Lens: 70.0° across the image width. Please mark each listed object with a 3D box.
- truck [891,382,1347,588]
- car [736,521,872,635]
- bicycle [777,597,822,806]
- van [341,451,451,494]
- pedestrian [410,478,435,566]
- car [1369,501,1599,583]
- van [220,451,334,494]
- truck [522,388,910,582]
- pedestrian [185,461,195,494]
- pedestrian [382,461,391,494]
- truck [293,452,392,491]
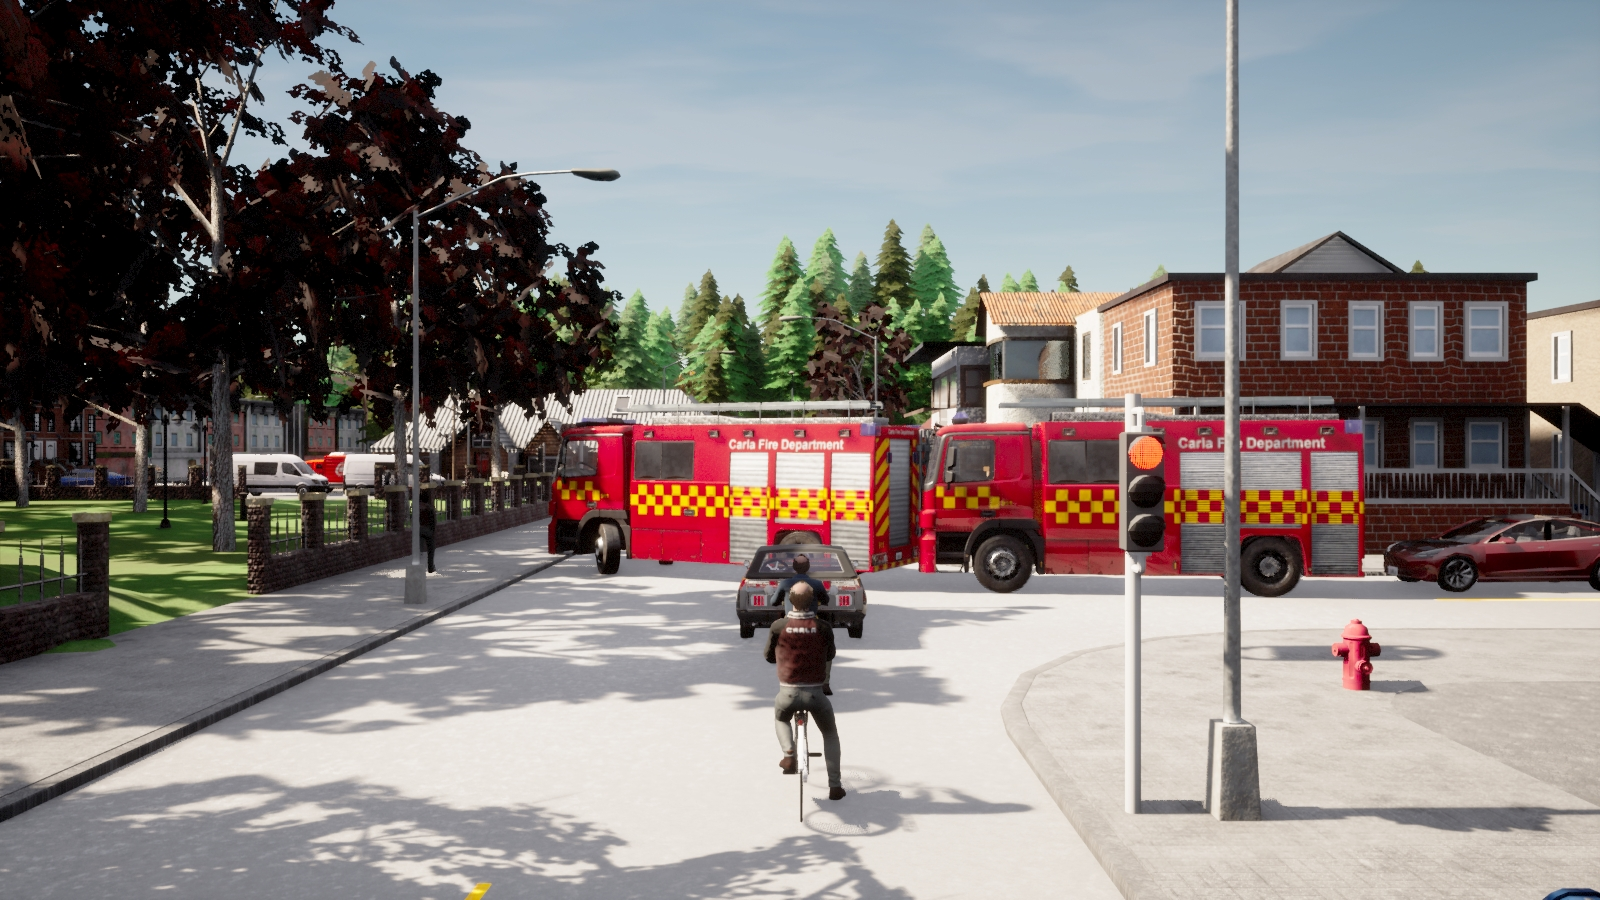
[{"bbox_3d":[6.186,0.669,23.299,8.468,3.827,2.891,0,0,8],"label":"truck"},{"bbox_3d":[0.052,1.935,18.331,1.895,1.301,4.718,0,0,0],"label":"car"},{"bbox_3d":[-0.005,1.940,9.200,0.329,1.271,1.835,0,0,0],"label":"bicycle"},{"bbox_3d":[-24.299,1.314,68.785,5.915,2.561,1.988,0,0,1],"label":"van"},{"bbox_3d":[-8.094,1.525,24.491,0.375,1.860,0.375,0,0,8],"label":"pedestrian"},{"bbox_3d":[14.589,1.843,23.389,4.792,1.488,2.163,0,0,0],"label":"car"},{"bbox_3d":[-31.465,1.314,68.839,5.915,2.561,1.988,0,0,1],"label":"van"},{"bbox_3d":[-2.010,0.672,25.772,8.468,3.827,2.891,0,0,28],"label":"truck"},{"bbox_3d":[-33.834,1.523,63.385,0.375,1.860,0.375,0,0,0],"label":"pedestrian"},{"bbox_3d":[-22.980,1.525,63.490,0.375,1.860,0.375,0,0,-3],"label":"pedestrian"},{"bbox_3d":[-29.092,1.345,72.766,5.204,2.467,2.627,0,0,0],"label":"truck"}]
